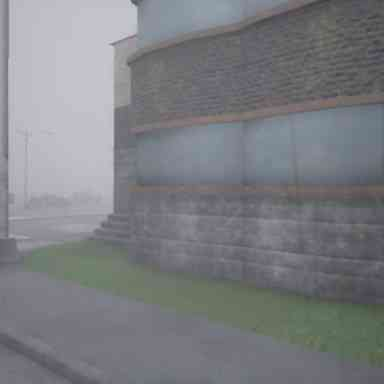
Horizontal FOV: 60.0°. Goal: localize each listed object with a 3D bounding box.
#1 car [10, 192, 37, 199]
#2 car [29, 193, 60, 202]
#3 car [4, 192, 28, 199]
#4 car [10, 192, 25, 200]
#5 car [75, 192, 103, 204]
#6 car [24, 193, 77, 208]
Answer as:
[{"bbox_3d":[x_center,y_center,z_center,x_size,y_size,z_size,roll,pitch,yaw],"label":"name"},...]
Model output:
[{"bbox_3d":[-38.640,0.780,76.237,2.152,1.636,5.027,1,0,35],"label":"car"},{"bbox_3d":[-25.341,0.911,57.274,2.007,1.523,4.514,1,0,35],"label":"car"},{"bbox_3d":[-41.225,0.766,78.016,2.007,1.523,4.514,1,0,35],"label":"car"},{"bbox_3d":[-33.452,0.858,63.111,1.845,1.501,3.633,1,0,35],"label":"car"},{"bbox_3d":[-15.612,0.803,49.461,1.932,1.855,4.605,1,0,35],"label":"car"},{"bbox_3d":[-15.775,1.056,37.281,2.007,1.523,4.514,1,0,35],"label":"car"}]
